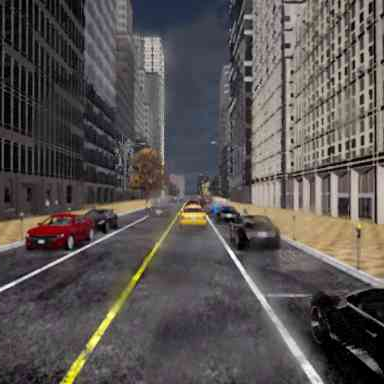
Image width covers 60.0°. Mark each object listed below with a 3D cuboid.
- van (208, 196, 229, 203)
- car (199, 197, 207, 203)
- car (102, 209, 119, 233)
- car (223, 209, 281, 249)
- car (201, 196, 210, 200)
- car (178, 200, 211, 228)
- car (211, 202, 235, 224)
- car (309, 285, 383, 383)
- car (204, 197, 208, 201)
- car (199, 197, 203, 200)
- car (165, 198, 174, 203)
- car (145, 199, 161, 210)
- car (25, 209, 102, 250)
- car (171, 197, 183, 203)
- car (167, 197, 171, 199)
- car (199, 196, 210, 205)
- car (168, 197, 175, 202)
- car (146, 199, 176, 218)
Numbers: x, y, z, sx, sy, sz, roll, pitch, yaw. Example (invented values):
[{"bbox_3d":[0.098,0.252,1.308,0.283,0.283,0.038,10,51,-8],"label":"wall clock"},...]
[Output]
[{"bbox_3d":[2.685,1.557,31.889,1.690,1.788,3.998,0,0,0],"label":"van"},{"bbox_3d":[2.672,2.042,83.285,1.752,1.417,4.829,0,0,0],"label":"car"},{"bbox_3d":[-5.693,1.708,20.508,1.947,1.339,4.313,0,0,0],"label":"car"},{"bbox_3d":[2.689,1.669,14.810,1.947,1.339,4.313,0,0,0],"label":"car"},{"bbox_3d":[2.679,1.703,60.348,2.192,1.841,5.009,0,0,0],"label":"car"},{"bbox_3d":[0.095,1.616,23.220,1.801,1.575,5.366,0,-1,0],"label":"car"},{"bbox_3d":[2.686,1.745,26.194,1.947,1.339,4.313,0,0,0],"label":"car"},{"bbox_3d":[2.692,1.591,3.426,1.947,1.339,4.313,0,0,0],"label":"car"},{"bbox_3d":[2.684,1.692,37.580,1.967,1.590,4.097,0,0,0],"label":"car"},{"bbox_3d":[0.086,1.761,42.638,1.882,1.535,5.008,0,0,0],"label":"car"},{"bbox_3d":[-5.709,2.082,83.126,1.947,1.339,4.313,0,0,0],"label":"car"},{"bbox_3d":[-5.700,1.846,48.801,1.752,1.417,4.829,0,0,0],"label":"car"},{"bbox_3d":[-5.692,1.649,14.816,1.887,1.381,4.507,0,0,0],"label":"car"},{"bbox_3d":[-3.019,1.918,75.482,2.033,1.411,5.357,0,0,0],"label":"car"},{"bbox_3d":[-5.707,2.036,77.433,2.008,1.369,4.403,0,0,0],"label":"car"},{"bbox_3d":[2.676,1.769,71.733,2.192,1.841,5.009,0,0,0],"label":"car"},{"bbox_3d":[-5.711,2.158,94.508,1.802,1.307,4.206,0,0,0],"label":"car"},{"bbox_3d":[-3.106,1.718,33.428,2.128,1.511,4.902,0,0,0],"label":"car"}]
